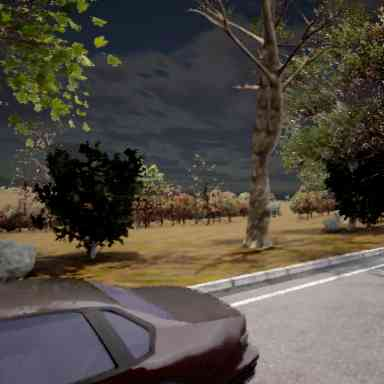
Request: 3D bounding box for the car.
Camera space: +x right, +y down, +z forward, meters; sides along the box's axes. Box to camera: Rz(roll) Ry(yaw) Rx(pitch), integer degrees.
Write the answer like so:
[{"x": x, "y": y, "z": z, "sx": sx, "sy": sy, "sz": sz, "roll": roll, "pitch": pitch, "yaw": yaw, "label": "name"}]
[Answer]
[{"x": -1.848, "y": 1.546, "z": 2.667, "sx": 5.357, "sy": 1.411, "sz": 2.033, "roll": 0, "pitch": 0, "yaw": -35, "label": "car"}]
